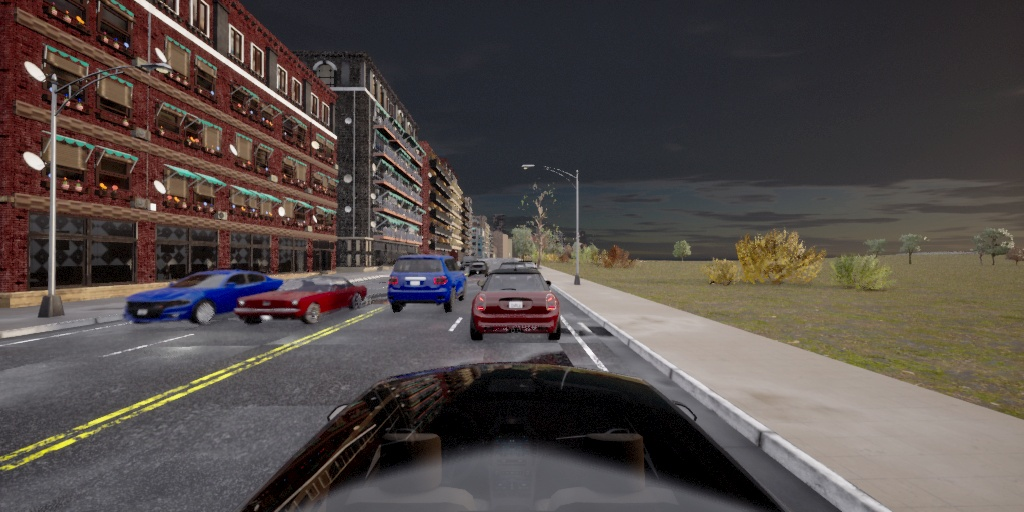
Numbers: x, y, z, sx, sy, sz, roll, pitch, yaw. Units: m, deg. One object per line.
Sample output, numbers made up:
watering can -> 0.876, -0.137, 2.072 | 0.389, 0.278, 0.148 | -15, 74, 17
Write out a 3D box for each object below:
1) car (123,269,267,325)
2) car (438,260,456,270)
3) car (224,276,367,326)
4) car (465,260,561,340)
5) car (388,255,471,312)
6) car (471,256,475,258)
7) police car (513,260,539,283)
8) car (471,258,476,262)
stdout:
car -> -9.873, 1.229, 12.070 | 1.882, 1.535, 5.008 | 0, 0, 0
car -> -9.954, 1.316, 55.238 | 1.994, 1.385, 4.181 | 0, 0, 0
car -> -6.621, 1.352, 11.873 | 1.895, 1.301, 4.718 | 0, 0, 0
car -> 0.075, 1.103, 10.091 | 2.097, 1.767, 4.553 | 0, 0, 0
car -> -3.179, 0.975, 14.420 | 2.150, 2.045, 5.566 | 0, 0, 0
car -> -6.707, 0.972, 55.461 | 2.150, 2.045, 5.566 | 0, 0, 0
police car -> 1.078, 1.179, 29.359 | 1.930, 1.638, 5.238 | 0, 0, 0
car -> -3.225, 1.259, 36.077 | 1.837, 1.490, 4.892 | 0, 0, 0
